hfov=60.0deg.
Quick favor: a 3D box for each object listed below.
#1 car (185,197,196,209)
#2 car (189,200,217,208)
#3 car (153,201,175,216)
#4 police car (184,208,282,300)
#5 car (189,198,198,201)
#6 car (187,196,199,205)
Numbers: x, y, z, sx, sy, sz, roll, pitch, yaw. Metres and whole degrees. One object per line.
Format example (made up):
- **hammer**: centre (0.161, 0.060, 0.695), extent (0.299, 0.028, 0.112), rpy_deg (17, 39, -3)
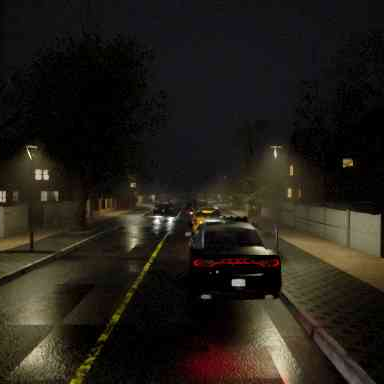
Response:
- **car**: centre (0.120, 1.485, 45.090), extent (2.128, 1.511, 4.902), rpy_deg (0, 0, 1)
- **car**: centre (0.865, 1.457, 18.650), extent (1.801, 1.575, 5.366), rpy_deg (0, 0, 0)
- **car**: centre (-2.678, 1.564, 32.800), extent (1.994, 1.385, 4.181), rpy_deg (0, 0, 0)
- **police car**: centre (0.842, 1.426, 8.567), extent (1.930, 1.638, 5.238), rpy_deg (0, 0, 0)
- **car**: centre (0.878, 1.457, 24.650), extent (1.801, 1.575, 5.366), rpy_deg (0, 0, 0)
- **car**: centre (0.130, 1.531, 58.446), extent (2.033, 1.411, 5.357), rpy_deg (0, 0, 0)
